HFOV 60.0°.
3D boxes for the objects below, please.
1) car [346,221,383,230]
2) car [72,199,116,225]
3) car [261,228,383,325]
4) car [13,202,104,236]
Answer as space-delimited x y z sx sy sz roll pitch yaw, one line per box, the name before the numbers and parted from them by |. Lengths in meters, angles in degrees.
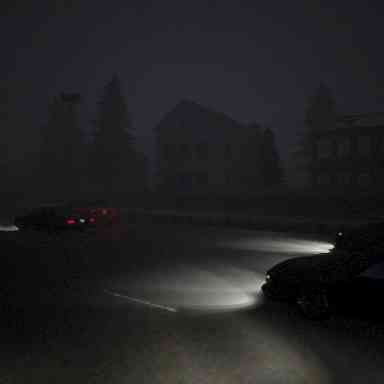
car | 7.298 1.560 11.685 4.181 1.385 1.994 0 0 36
car | -7.208 1.255 22.030 4.553 1.767 2.097 0 0 35
car | 3.941 1.548 5.480 5.357 1.411 2.033 0 0 35
car | -7.471 1.462 17.918 5.357 1.411 2.033 0 0 35
